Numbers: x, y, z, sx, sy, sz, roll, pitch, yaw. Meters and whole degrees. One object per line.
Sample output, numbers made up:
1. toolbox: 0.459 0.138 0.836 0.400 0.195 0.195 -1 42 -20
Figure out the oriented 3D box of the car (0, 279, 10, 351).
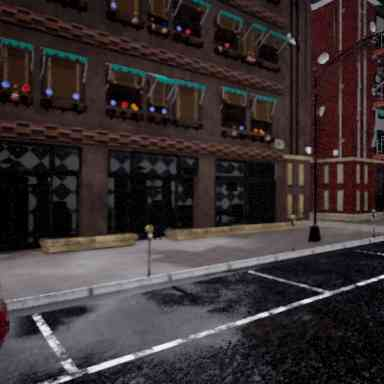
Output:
1. car: -4.438 1.554 3.385 4.507 1.381 1.887 0 1 -35
